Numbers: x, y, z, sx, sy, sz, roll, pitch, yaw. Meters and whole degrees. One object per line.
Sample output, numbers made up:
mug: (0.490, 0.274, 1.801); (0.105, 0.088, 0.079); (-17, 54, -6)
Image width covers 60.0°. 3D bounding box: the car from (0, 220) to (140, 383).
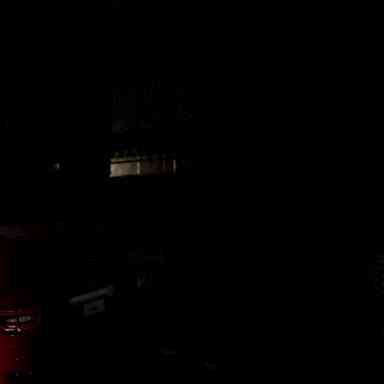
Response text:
car: (-3.001, 1.354, 4.988); (5.009, 1.841, 2.192); (-1, 0, 35)
